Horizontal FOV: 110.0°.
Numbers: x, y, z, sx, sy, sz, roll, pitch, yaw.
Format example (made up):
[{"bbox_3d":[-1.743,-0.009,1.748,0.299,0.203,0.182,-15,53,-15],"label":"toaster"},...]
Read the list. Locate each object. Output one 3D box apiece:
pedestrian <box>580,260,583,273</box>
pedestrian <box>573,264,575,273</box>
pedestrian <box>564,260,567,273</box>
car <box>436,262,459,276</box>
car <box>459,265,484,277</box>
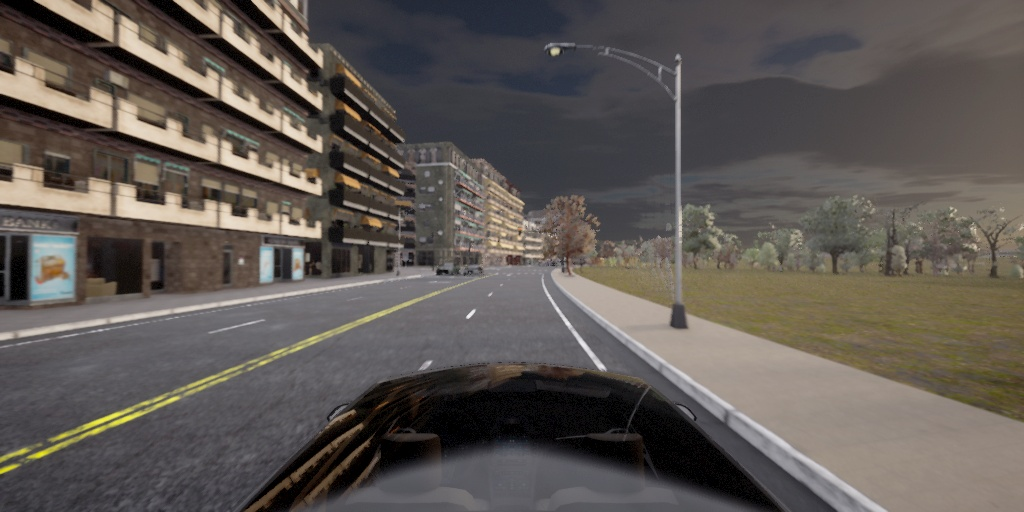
[{"bbox_3d":[9.467,1.443,48.986,0.375,1.860,0.375,0,-1,6],"label":"pedestrian"},{"bbox_3d":[8.406,1.670,48.499,0.375,1.300,0.375,0,-1,6],"label":"pedestrian"},{"bbox_3d":[7.547,1.405,49.807,0.375,1.860,0.375,0,-1,6],"label":"pedestrian"},{"bbox_3d":[-7.722,1.506,43.726,2.097,1.767,4.553,0,-1,6],"label":"car"},{"bbox_3d":[-4.551,1.716,42.834,1.994,1.385,4.181,0,-1,6],"label":"car"}]
